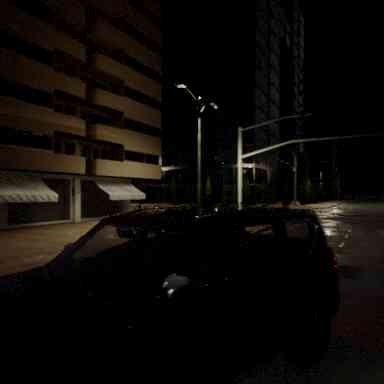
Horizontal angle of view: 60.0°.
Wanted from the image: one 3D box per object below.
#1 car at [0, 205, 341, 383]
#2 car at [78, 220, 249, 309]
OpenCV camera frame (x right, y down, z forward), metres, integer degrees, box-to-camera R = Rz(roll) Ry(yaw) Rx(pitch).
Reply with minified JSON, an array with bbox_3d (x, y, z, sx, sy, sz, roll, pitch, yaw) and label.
[{"bbox_3d":[-0.253,1.234,4.065,5.566,2.045,2.150,0,0,-42],"label":"car"},{"bbox_3d":[-0.526,1.592,8.655,1.994,1.385,4.181,0,0,43],"label":"car"}]
